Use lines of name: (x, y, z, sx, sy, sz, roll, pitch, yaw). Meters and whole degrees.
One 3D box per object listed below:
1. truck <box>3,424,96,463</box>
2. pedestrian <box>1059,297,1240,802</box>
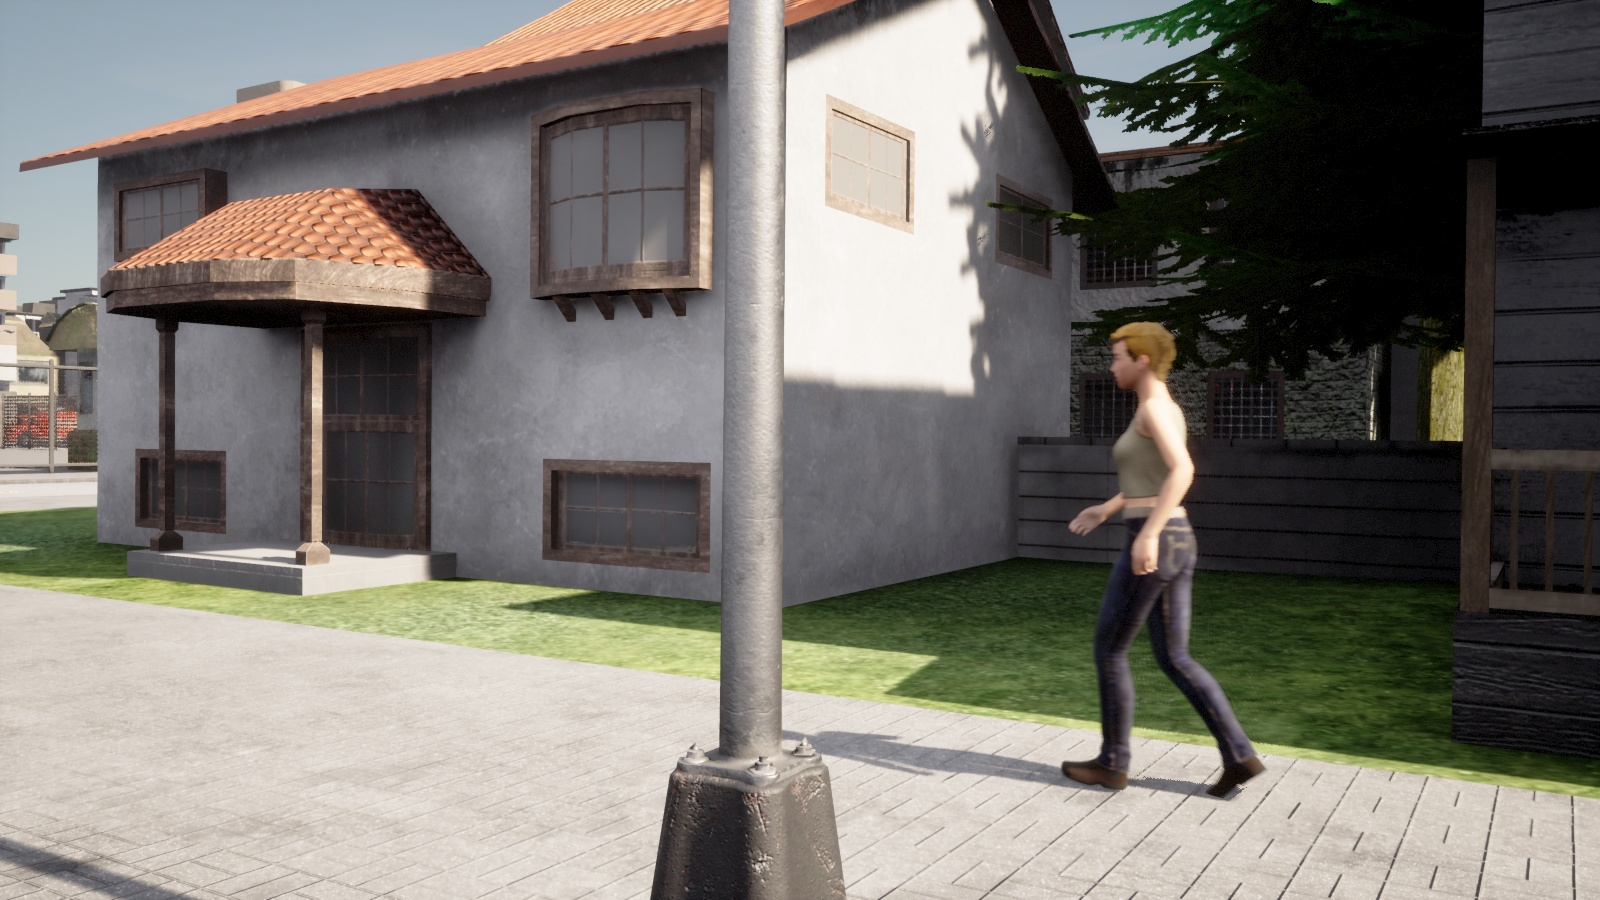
truck: (-50.328, -0.452, 84.203, 5.204, 2.467, 2.627, -1, 0, -33)
pedestrian: (1.353, 0.362, 4.860, 0.594, 1.836, 0.345, 0, 1, 31)
